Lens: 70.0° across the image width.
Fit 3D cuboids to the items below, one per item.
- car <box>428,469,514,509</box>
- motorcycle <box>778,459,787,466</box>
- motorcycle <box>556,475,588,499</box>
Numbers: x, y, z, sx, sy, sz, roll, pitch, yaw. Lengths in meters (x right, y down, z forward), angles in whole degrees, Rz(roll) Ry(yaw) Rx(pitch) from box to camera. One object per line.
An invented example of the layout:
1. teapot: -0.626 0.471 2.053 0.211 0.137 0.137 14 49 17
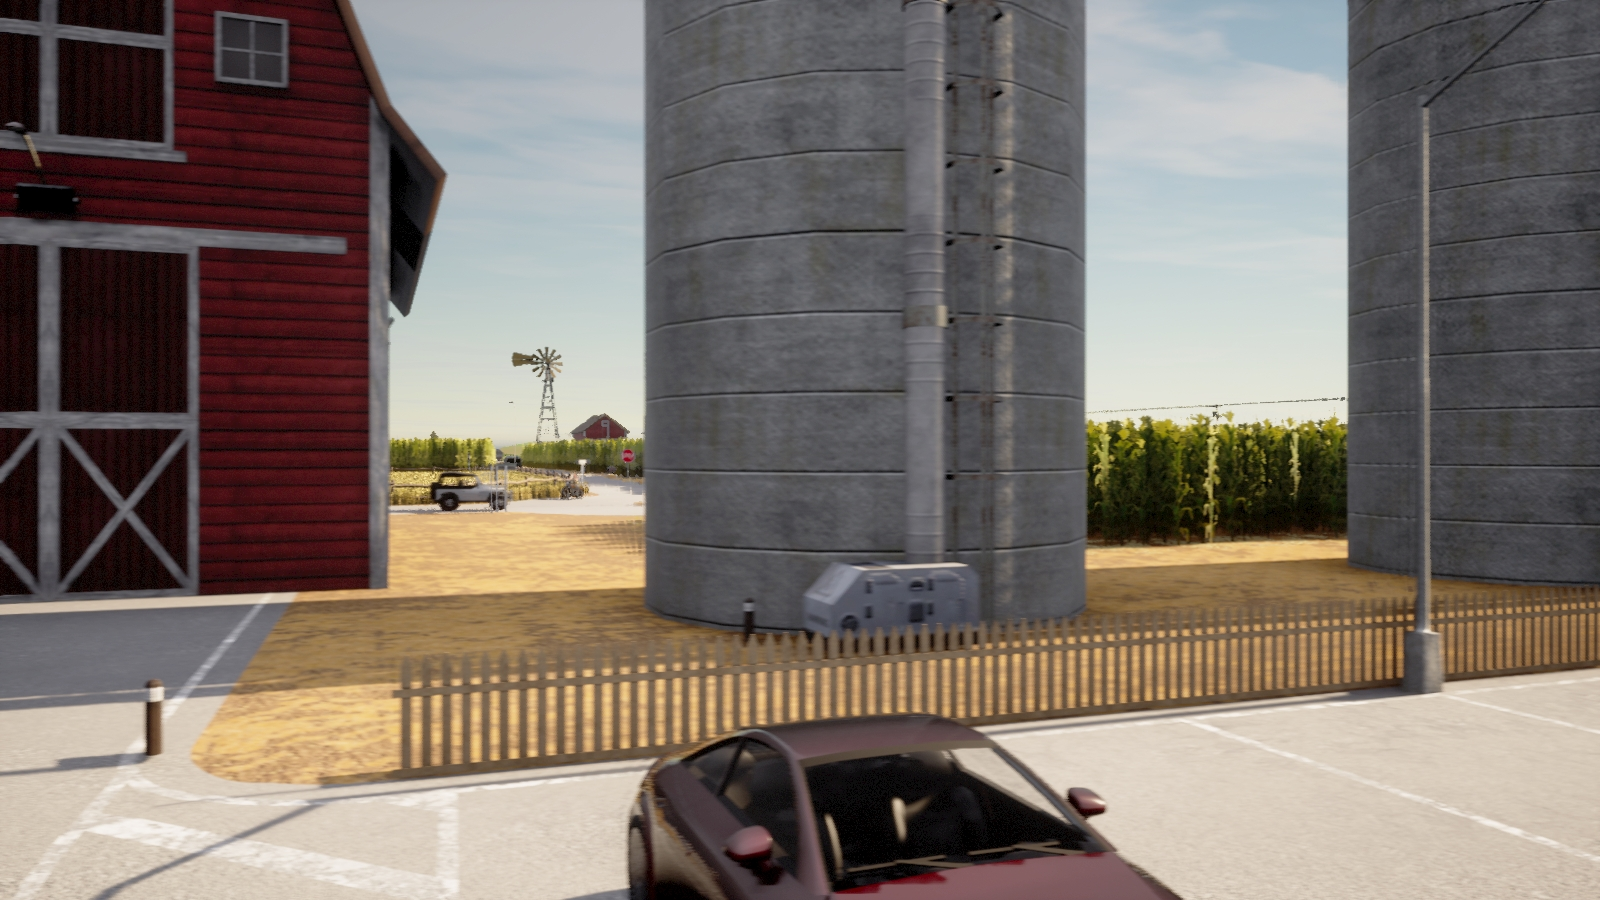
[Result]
1. car: -15.875 1.857 55.286 3.866 1.878 1.905 0 0 -12
2. motorcycle: -2.994 2.154 196.809 0.764 1.307 2.356 0 0 -21
3. motorcycle: -13.391 2.155 67.119 0.764 1.307 2.356 0 0 19
